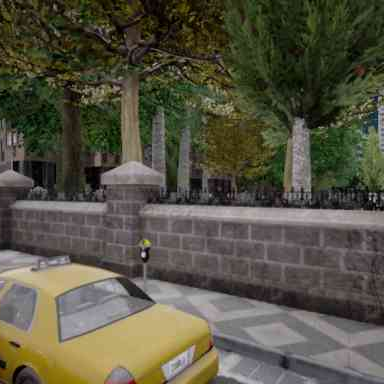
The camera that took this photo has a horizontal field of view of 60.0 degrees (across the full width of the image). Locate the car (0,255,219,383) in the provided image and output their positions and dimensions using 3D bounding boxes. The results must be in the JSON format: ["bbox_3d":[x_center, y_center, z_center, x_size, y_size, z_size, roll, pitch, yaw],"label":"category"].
[{"bbox_3d":[-1.997,1.525,4.383,4.829,1.417,1.752,0,0,35],"label":"car"}]
